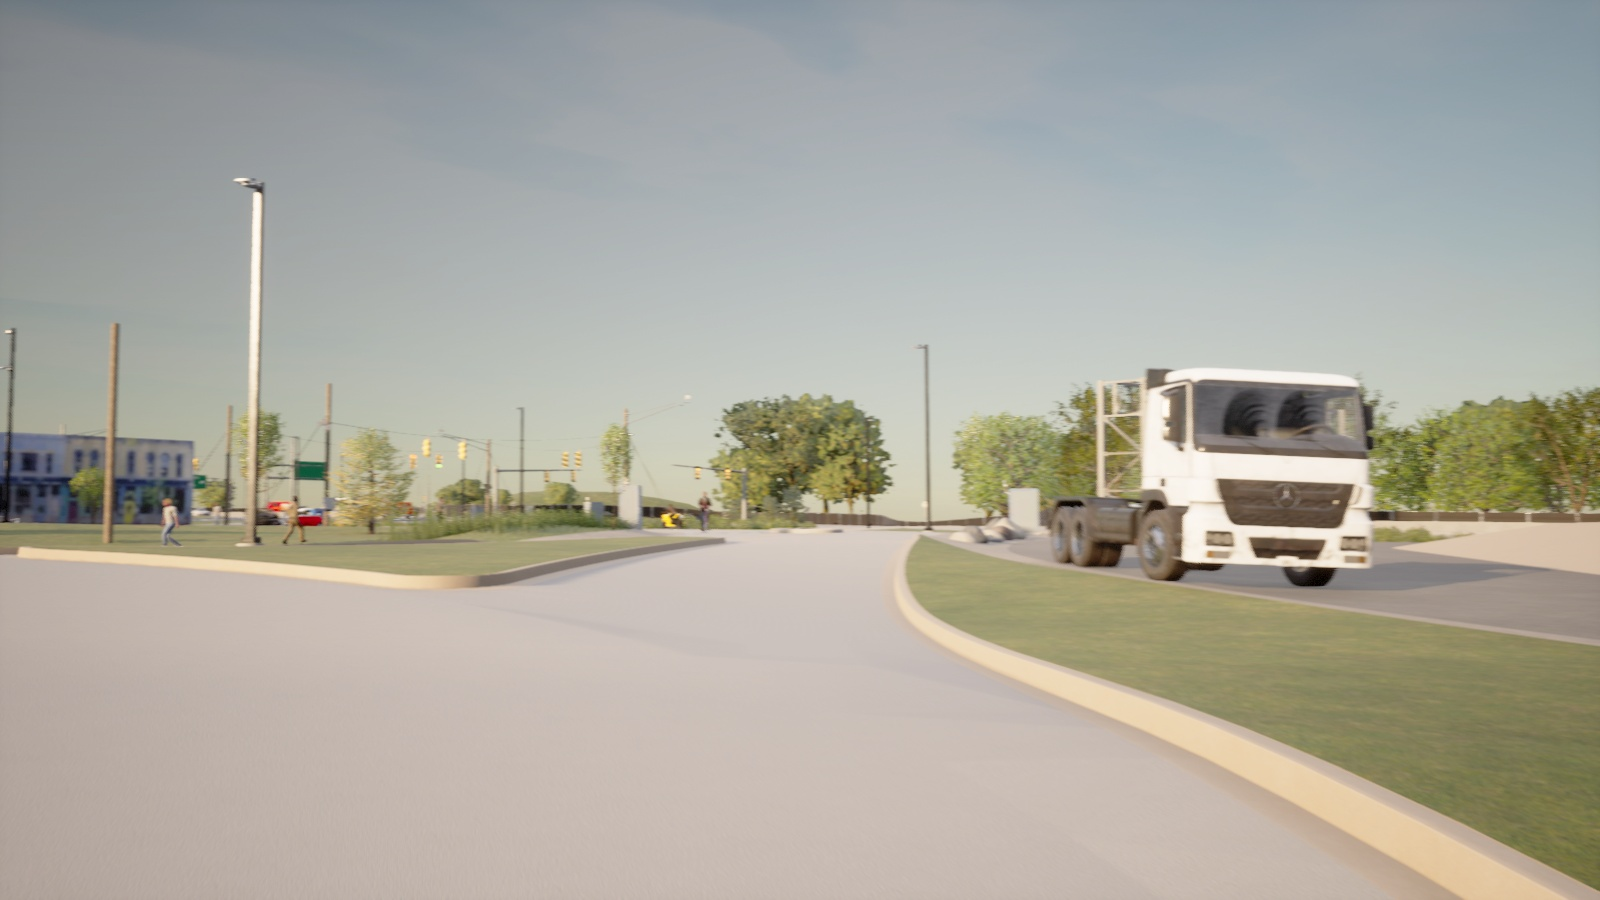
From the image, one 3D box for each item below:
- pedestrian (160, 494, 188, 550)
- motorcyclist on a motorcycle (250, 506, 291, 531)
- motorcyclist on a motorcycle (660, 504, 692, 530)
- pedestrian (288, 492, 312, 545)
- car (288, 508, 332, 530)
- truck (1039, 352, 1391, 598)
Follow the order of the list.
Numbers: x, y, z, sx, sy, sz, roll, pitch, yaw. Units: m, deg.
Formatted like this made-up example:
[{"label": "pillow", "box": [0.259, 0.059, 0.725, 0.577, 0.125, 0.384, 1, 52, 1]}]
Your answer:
[{"label": "pedestrian", "box": [-20.925, 2.406, 41.960, 0.354, 1.836, 0.706, -4, -6, 43]}, {"label": "motorcyclist on a motorcycle", "box": [-32.757, 4.227, 77.693, 2.191, 1.530, 0.866, 2, -4, -38]}, {"label": "motorcyclist on a motorcycle", "box": [-7.429, 4.001, 75.327, 0.797, 1.523, 2.044, 3, -5, -43]}, {"label": "pedestrian", "box": [-18.499, 2.541, 46.468, 0.396, 1.930, 0.692, -4, -6, 43]}, {"label": "car", "box": [-31.479, 4.407, 80.649, 1.481, 1.376, 2.207, -3, -4, 28]}, {"label": "truck", "box": [6.824, 0.501, 22.236, 2.891, 3.462, 7.936, 3, -2, -5]}]
